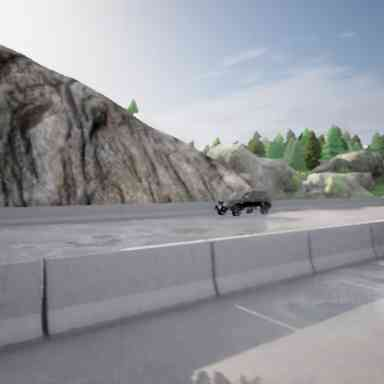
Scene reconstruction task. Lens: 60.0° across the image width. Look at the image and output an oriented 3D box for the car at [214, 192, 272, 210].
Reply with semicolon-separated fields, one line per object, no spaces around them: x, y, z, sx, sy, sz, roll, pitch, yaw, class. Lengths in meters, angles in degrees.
4.509;0.867;28.585;5.566;2.045;2.150;0;0;-36;car
